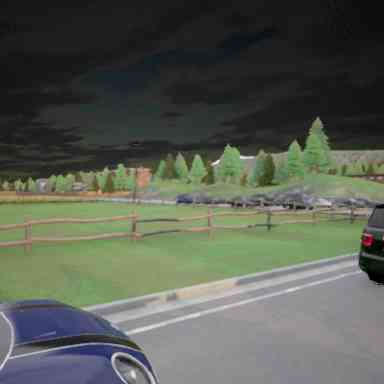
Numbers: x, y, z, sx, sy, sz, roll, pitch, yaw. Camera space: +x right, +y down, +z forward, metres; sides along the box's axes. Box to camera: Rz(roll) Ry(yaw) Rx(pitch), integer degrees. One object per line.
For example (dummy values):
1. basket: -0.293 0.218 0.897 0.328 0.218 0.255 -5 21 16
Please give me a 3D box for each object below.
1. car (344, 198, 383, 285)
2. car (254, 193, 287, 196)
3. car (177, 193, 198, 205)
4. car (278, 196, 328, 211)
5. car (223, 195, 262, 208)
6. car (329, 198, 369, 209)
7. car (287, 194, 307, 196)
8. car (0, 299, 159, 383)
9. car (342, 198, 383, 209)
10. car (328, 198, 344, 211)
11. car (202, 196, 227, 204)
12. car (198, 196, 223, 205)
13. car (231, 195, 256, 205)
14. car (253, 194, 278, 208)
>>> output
1. car: 6.412 1.228 8.334 5.566 2.045 2.150 0 0 -36
2. car: 11.874 1.246 53.200 2.150 2.045 5.566 0 0 -36
3. car: -0.572 1.241 58.394 2.150 2.045 5.566 0 0 -36
4. car: 13.149 1.525 39.597 1.837 1.490 4.892 0 0 -36
5. car: 7.200 1.525 47.729 1.837 1.490 4.892 0 0 -36
6. car: 21.584 1.552 45.851 1.812 1.442 4.674 0 0 -37
7. car: 15.590 1.518 54.050 2.128 1.511 4.902 0 0 -36
8. car: -2.410 1.352 2.025 4.553 1.767 2.097 0 0 -36
9. car: 24.608 1.576 47.647 2.033 1.411 5.357 0 0 -36
10. car: 16.020 1.548 41.601 1.812 1.442 4.674 0 0 -36
11. car: 4.258 1.503 63.679 1.882 1.535 5.008 0 0 -36
12. car: 3.992 1.570 58.062 2.033 1.411 5.357 0 0 -36
13. car: 9.644 1.380 62.232 2.097 1.767 4.553 0 0 -36
14. car: 10.071 1.500 49.730 1.882 1.535 5.008 0 0 -36
